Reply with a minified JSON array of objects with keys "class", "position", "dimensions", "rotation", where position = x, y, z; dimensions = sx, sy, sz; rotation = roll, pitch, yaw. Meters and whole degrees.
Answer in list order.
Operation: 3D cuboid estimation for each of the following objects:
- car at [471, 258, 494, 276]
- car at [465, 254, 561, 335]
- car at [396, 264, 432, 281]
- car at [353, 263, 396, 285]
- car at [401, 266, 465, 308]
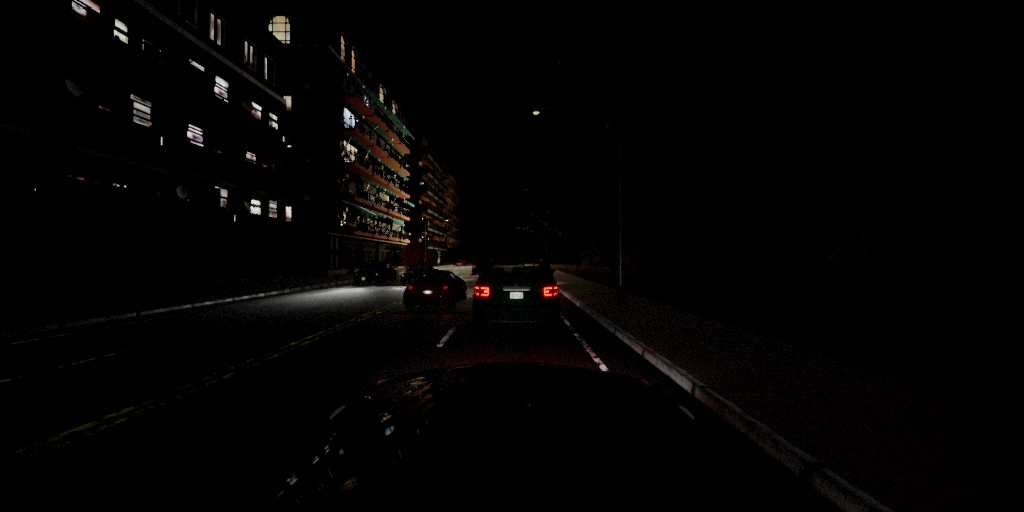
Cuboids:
[{"class":"car","position":[-3.059,1.104,38.682],"dimensions":[2.097,1.767,4.553],"rotation":[0,0,0]},{"class":"car","position":[0.116,0.973,10.687],"dimensions":[2.150,2.045,5.566],"rotation":[0,0,0]},{"class":"car","position":[-6.540,1.278,25.853],"dimensions":[1.812,1.442,4.674],"rotation":[0,0,0]},{"class":"car","position":[-9.790,1.244,26.084],"dimensions":[2.128,1.511,4.902],"rotation":[0,0,0]},{"class":"car","position":[-3.118,1.316,15.282],"dimensions":[1.994,1.385,4.181],"rotation":[0,0,0]}]
